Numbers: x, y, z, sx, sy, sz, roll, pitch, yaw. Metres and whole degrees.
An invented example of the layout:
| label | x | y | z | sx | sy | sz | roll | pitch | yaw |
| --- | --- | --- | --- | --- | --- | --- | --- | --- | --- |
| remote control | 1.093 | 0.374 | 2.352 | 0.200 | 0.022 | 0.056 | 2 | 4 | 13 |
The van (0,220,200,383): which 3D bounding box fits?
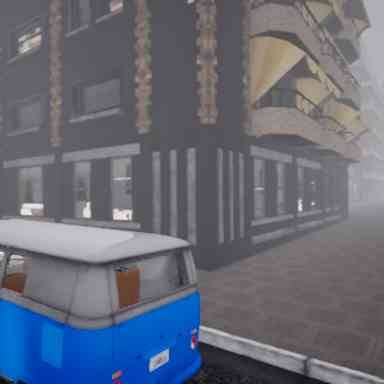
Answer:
| label | x | y | z | sx | sy | sz | roll | pitch | yaw |
| --- | --- | --- | --- | --- | --- | --- | --- | --- | --- |
| van | -1.806 | 1.314 | 4.184 | 3.998 | 1.788 | 1.690 | 1 | -1 | 36 |
